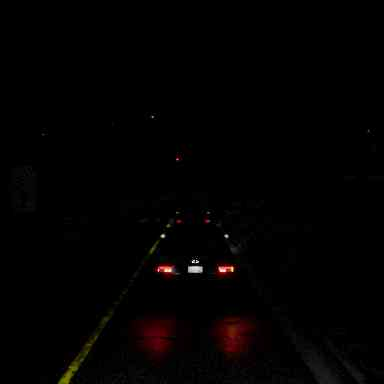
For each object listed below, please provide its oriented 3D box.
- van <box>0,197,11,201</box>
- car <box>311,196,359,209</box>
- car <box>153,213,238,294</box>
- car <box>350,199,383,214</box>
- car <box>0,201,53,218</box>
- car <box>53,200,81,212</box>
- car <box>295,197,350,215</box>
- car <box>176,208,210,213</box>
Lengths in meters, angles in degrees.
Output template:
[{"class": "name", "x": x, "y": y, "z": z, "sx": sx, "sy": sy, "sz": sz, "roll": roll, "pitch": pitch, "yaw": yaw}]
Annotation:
[{"class": "van", "x": -21.071, "y": 1.455, "z": 38.815, "sx": 3.998, "sy": 1.788, "sz": 1.690, "roll": -1, "pitch": 1, "yaw": 0}, {"class": "car", "x": 16.622, "y": 1.231, "z": 38.852, "sx": 4.829, "sy": 1.417, "sz": 1.752, "roll": -1, "pitch": 1, "yaw": 0}, {"class": "car", "x": 0.073, "y": 1.542, "z": 8.937, "sx": 2.033, "sy": 1.411, "sz": 5.357, "roll": 0, "pitch": 0, "yaw": 0}, {"class": "car", "x": 16.975, "y": 1.340, "z": 30.328, "sx": 4.403, "sy": 1.369, "sz": 2.008, "roll": -1, "pitch": 1, "yaw": 0}, {"class": "car", "x": -15.372, "y": 1.726, "z": 30.301, "sx": 4.206, "sy": 1.307, "sz": 1.802, "roll": -1, "pitch": 1, "yaw": 0}, {"class": "car", "x": -15.560, "y": 1.584, "z": 38.824, "sx": 4.829, "sy": 1.417, "sz": 1.752, "roll": -1, "pitch": 1, "yaw": 0}, {"class": "car", "x": 11.597, "y": 1.417, "z": 30.324, "sx": 4.313, "sy": 1.339, "sz": 1.947, "roll": -1, "pitch": 1, "yaw": 0}, {"class": "car", "x": 0.047, "y": 1.549, "z": 18.163, "sx": 1.994, "sy": 1.385, "sz": 4.181, "roll": 0, "pitch": 0, "yaw": 0}]
